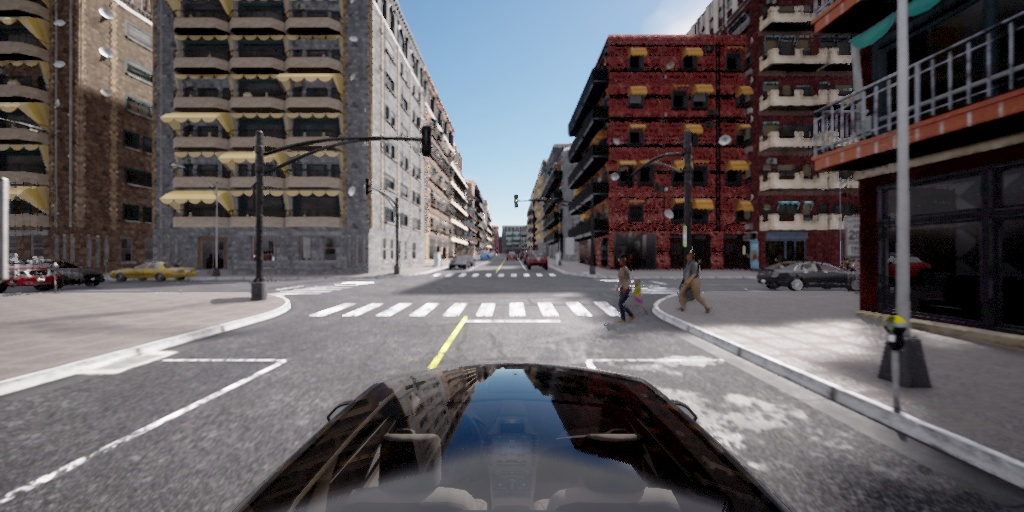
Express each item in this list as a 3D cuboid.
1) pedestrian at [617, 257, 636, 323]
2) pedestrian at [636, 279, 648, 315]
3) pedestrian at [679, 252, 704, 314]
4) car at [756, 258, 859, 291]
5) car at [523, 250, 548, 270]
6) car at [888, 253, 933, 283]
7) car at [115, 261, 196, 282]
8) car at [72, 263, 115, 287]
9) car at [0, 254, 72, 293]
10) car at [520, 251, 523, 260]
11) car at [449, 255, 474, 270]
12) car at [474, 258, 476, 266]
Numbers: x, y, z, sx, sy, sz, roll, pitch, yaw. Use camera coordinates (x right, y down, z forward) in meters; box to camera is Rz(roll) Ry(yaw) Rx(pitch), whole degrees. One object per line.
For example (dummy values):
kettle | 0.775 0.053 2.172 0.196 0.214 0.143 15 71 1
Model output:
pedestrian | 3.050 0.891 9.794 0.375 1.860 0.375 1 0 0
pedestrian | 3.934 1.249 10.993 0.500 1.100 0.500 1 0 0
pedestrian | 5.200 0.728 10.395 0.375 1.860 0.375 1 0 0
car | 13.740 0.902 16.495 4.403 1.370 2.007 0 0 0
car | 2.555 0.404 36.784 2.192 1.841 5.009 0 0 0
car | 22.525 0.693 21.892 4.553 1.767 2.097 0 0 0
car | -24.451 1.000 24.458 4.829 1.417 1.751 0 0 0
car | -24.690 0.971 19.046 4.892 1.490 1.837 0 0 0
car | -24.295 0.775 16.577 5.009 1.841 2.192 0 0 0
car | 2.551 0.200 47.905 2.192 1.841 5.009 0 0 0
car | -5.326 0.656 36.736 1.948 1.339 4.313 0 0 0
car | -5.328 0.552 42.296 1.948 1.339 4.313 0 0 0
